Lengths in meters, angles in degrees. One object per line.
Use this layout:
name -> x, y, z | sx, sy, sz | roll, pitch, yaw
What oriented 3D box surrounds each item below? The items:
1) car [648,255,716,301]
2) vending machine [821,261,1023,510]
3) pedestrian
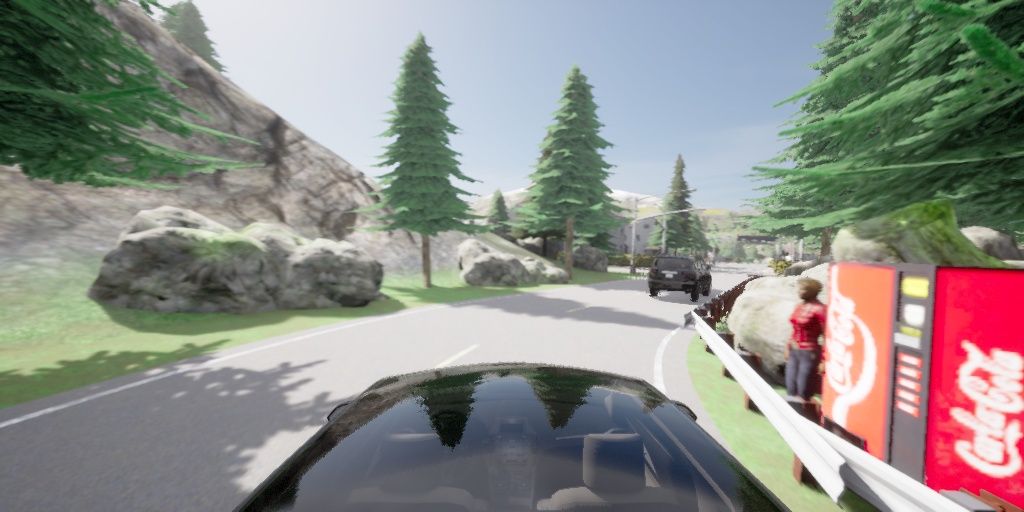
car -> 8.638, 1.014, 18.283 | 2.150, 2.045, 5.566 | 3, 1, 36
vending machine -> 3.467, 1.059, 3.118 | 1.100, 2.100, 0.880 | 0, 0, 10
pedestrian -> 3.219, 1.131, 3.968 | 0.375, 1.860, 0.375 | 3, 1, 13
